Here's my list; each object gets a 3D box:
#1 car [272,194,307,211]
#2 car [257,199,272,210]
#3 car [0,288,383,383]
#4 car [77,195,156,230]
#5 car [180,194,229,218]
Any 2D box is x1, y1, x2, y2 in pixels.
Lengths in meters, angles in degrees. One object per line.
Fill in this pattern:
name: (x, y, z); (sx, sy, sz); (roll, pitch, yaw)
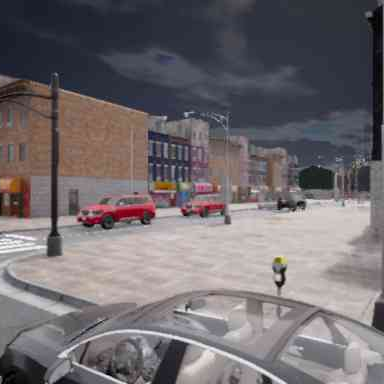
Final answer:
car: (12.130, 1.226, 40.312); (2.150, 2.045, 5.566); (0, 0, 36)
car: (9.981, 1.599, 42.327); (1.895, 1.301, 4.718); (0, 0, 36)
car: (0.055, 1.550, 2.769); (4.403, 1.369, 2.008); (0, 0, 36)
car: (-4.780, 1.219, 21.893); (2.150, 2.045, 5.566); (0, 0, 36)
car: (1.268, 1.213, 30.288); (2.150, 2.045, 5.566); (0, 1, 36)
